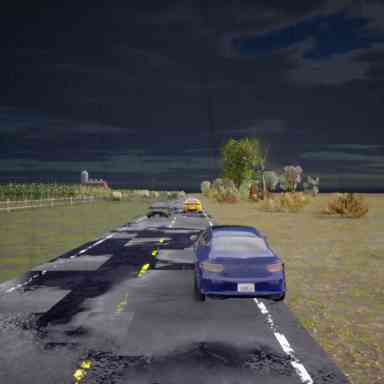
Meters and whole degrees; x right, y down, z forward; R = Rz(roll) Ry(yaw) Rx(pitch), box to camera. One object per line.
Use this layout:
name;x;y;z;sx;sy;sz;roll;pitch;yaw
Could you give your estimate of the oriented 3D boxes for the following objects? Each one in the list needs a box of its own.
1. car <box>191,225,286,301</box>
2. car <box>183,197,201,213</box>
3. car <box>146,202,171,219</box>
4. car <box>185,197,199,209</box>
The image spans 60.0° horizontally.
car;0.951;1.525;8.174;1.812;1.442;4.674;0;0;0
car;0.026;1.472;37.064;1.882;1.535;5.008;0;0;0
car;-2.792;1.543;29.206;2.033;1.411;5.357;0;0;0
car;-0.041;1.471;47.244;1.882;1.535;5.008;0;0;1
